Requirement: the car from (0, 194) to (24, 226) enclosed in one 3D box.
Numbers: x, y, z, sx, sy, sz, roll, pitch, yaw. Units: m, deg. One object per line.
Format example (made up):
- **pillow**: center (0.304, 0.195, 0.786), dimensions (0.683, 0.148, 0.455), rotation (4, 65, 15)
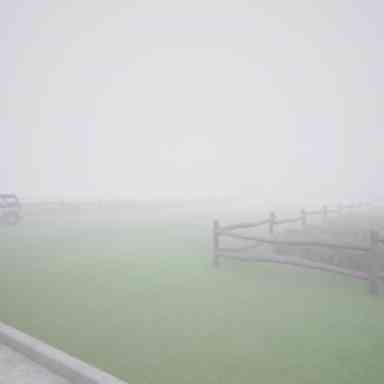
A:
- **car**: center (-11.627, 1.056, 18.814), dimensions (1.905, 1.878, 3.866), rotation (1, 0, 35)
